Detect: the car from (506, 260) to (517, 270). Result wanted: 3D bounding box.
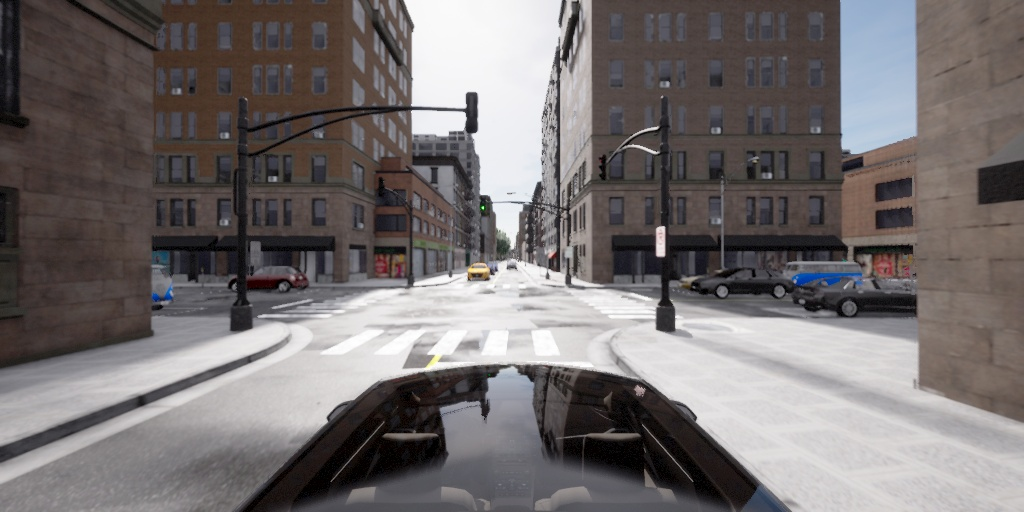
[{"bbox_3d":[-0.049,1.754,63.031,2.033,1.411,5.357,0,0,0],"label":"car"}]

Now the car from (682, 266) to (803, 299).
[{"bbox_3d":[11.915,1.385,18.735,4.892,1.490,1.837,0,0,-1],"label":"car"}]

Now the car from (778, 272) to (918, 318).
[{"bbox_3d":[12.513,1.394,12.755,4.403,1.370,2.007,0,0,1],"label":"car"}]

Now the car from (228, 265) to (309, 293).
[{"bbox_3d":[-14.618,1.332,21.541,4.097,1.591,1.967,0,0,1],"label":"car"}]

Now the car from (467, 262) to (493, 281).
[{"bbox_3d":[-3.125,1.479,34.098,1.882,1.535,5.008,0,0,-1],"label":"car"}]

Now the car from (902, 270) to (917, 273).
[{"bbox_3d":[21.949,1.482,18.626,4.718,1.301,1.895,0,0,1],"label":"car"}]

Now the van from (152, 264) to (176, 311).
[{"bbox_3d":[-14.682,1.180,13.016,3.998,1.789,1.690,0,0,1],"label":"van"}]

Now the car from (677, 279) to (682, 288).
[{"bbox_3d":[12.407,1.422,21.281,4.829,1.417,1.751,0,0,1],"label":"car"}]

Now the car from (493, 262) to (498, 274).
[{"bbox_3d":[-3.135,1.677,44.293,1.895,1.301,4.718,0,0,0],"label":"car"}]

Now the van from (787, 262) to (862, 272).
[{"bbox_3d":[18.246,1.238,21.225,3.998,1.789,1.690,0,0,1],"label":"van"}]
